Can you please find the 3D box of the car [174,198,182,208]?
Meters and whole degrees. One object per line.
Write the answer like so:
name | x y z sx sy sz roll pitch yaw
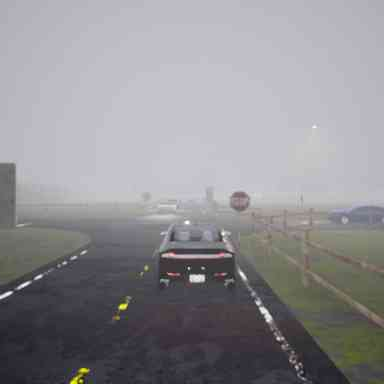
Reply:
car | -2.822 1.694 48.305 1.882 1.535 5.008 0 0 0

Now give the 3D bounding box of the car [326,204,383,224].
car | 12.992 1.708 25.731 5.008 1.535 1.882 0 0 0

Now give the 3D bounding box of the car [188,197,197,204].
car | 0.105 1.793 71.126 1.882 1.535 5.008 0 0 0

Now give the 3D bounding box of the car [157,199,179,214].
car | -2.863 1.775 38.822 1.895 1.301 4.718 0 0 1

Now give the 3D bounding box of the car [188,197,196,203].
car | 0.035 1.954 81.265 1.895 1.301 4.718 0 0 0

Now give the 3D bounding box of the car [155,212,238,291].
car | 0.104 1.534 9.132 2.128 1.511 4.902 0 0 0

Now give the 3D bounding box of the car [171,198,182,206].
car | -2.805 1.833 60.420 1.994 1.385 4.181 0 0 -1
